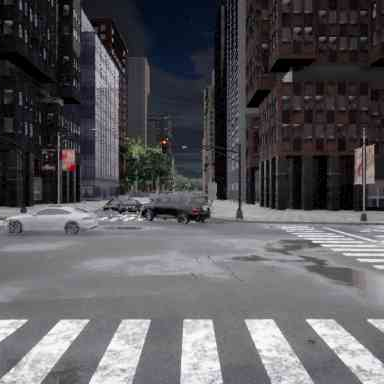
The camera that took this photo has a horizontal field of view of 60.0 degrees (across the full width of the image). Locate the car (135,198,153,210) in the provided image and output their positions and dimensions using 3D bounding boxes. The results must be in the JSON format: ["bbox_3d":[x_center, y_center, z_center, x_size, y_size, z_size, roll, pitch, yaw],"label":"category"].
[{"bbox_3d":[-6.427,1.548,45.327,1.812,1.442,4.674,0,0,0],"label":"car"}]

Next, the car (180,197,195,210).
[{"bbox_3d":[-0.564,1.460,44.433,1.967,1.590,4.097,0,0,0],"label":"car"}]

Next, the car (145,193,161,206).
[{"bbox_3d":[-6.465,1.268,55.970,2.150,2.045,5.566,0,0,0],"label":"car"}]

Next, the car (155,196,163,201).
[{"bbox_3d":[-9.318,1.695,93.230,1.887,1.381,4.507,0,0,0],"label":"car"}]

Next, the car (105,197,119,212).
[{"bbox_3d":[-9.064,1.574,38.971,1.947,1.339,4.313,0,0,0],"label":"car"}]

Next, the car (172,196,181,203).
[{"bbox_3d":[-3.468,1.693,75.525,1.895,1.301,4.718,0,0,0],"label":"car"}]

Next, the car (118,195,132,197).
[{"bbox_3d":[-9.090,1.335,44.397,2.192,1.841,5.009,0,0,0],"label":"car"}]

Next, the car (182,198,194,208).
[{"bbox_3d":[-0.589,1.614,49.857,1.802,1.307,4.206,0,0,0],"label":"car"}]

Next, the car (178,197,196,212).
[{"bbox_3d":[-0.539,1.448,39.008,1.967,1.590,4.097,0,0,0],"label":"car"}]

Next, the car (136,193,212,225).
[{"bbox_3d":[-1.162,1.213,24.303,5.566,2.045,2.150,1,2,38],"label":"car"}]

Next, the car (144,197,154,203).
[{"bbox_3d":[-9.216,1.668,71.527,1.802,1.307,4.206,0,0,0],"label":"car"}]

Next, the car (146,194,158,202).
[{"bbox_3d":[-9.243,1.417,76.953,2.192,1.841,5.009,0,0,0],"label":"car"}]

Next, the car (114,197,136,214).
[{"bbox_3d":[-6.380,1.547,35.101,2.033,1.411,5.357,0,0,0],"label":"car"}]

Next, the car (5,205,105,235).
[{"bbox_3d":[-7.333,1.446,17.598,4.674,1.442,1.812,1,0,0],"label":"car"}]

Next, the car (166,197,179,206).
[{"bbox_3d":[-3.281,1.612,56.765,1.994,1.385,4.181,0,0,0],"label":"car"}]

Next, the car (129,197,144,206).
[{"bbox_3d":[-9.139,1.570,55.078,1.752,1.417,4.829,0,0,0],"label":"car"}]
